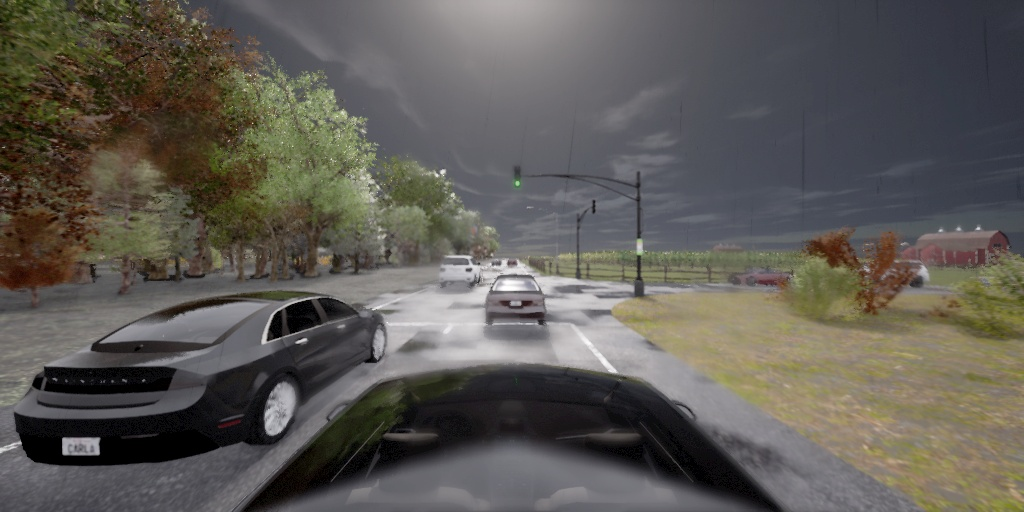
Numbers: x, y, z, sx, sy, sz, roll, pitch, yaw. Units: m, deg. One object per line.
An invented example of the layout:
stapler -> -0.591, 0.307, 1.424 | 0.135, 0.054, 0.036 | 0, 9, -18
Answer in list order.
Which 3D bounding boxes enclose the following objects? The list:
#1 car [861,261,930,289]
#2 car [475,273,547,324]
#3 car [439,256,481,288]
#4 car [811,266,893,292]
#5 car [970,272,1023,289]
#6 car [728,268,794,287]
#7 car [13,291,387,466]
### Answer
car -> 28.174, 1.368, 27.269 | 5.566, 2.045, 2.150 | 1, -1, 0
car -> 0.106, 1.314, 12.075 | 2.033, 1.411, 5.357 | 0, 0, 0
car -> -3.385, 1.006, 24.080 | 2.150, 2.045, 5.566 | 0, 0, 0
car -> 21.770, 1.573, 23.601 | 4.181, 1.385, 1.994 | 1, -1, 0
car -> 38.021, 1.854, 27.202 | 4.718, 1.301, 1.895 | 1, -1, 0
car -> 18.856, 1.609, 27.312 | 4.181, 1.385, 1.994 | 1, -1, 0
car -> -3.398, 1.261, 5.251 | 1.837, 1.490, 4.892 | 0, 0, 0
